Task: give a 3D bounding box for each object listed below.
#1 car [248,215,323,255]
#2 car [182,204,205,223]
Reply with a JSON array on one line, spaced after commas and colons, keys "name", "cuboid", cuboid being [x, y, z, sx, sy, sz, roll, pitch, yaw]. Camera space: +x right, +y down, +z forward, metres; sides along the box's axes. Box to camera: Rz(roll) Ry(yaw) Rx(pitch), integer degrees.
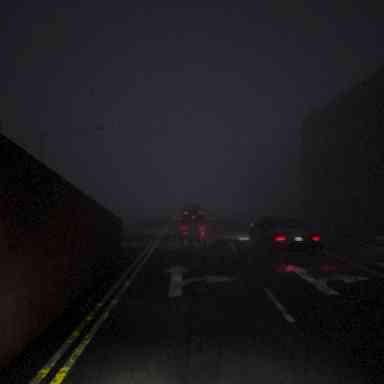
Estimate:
[{"name": "car", "cuboid": [3.613, 1.660, 13.766, 2.033, 1.411, 5.357, 0, 0, 0]}, {"name": "car", "cuboid": [0.124, 1.748, 27.348, 1.812, 1.442, 4.674, 0, -1, 0]}]
